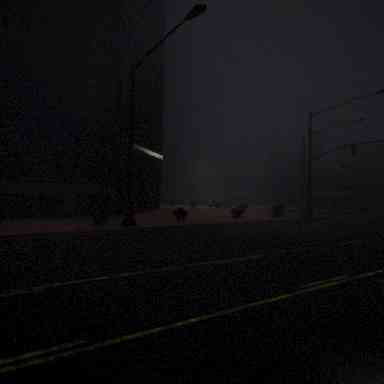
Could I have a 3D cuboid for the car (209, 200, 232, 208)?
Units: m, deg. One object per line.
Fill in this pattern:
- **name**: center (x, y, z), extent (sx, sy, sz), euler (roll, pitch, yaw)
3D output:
- **car**: center (4.741, 2.037, 55.886), extent (1.994, 1.385, 4.181), euler (2, -1, -35)
